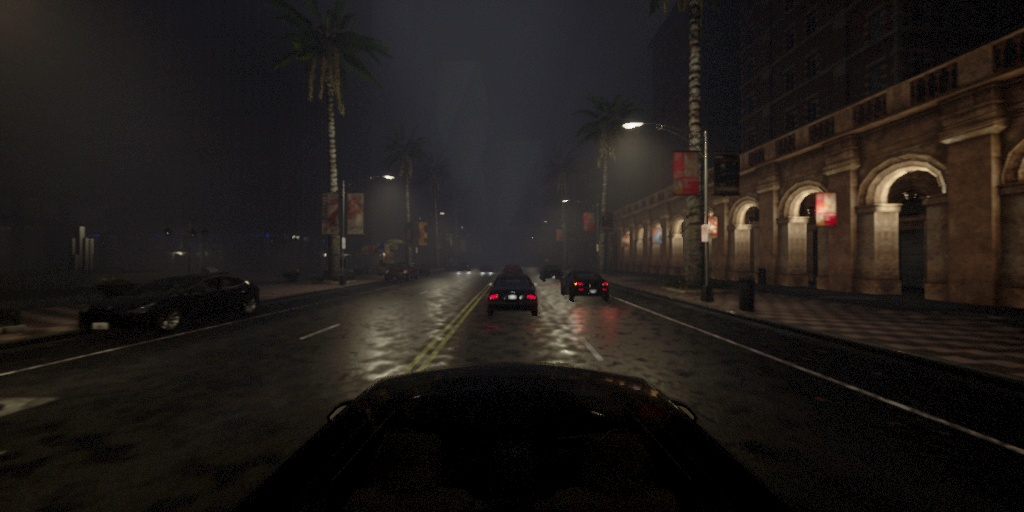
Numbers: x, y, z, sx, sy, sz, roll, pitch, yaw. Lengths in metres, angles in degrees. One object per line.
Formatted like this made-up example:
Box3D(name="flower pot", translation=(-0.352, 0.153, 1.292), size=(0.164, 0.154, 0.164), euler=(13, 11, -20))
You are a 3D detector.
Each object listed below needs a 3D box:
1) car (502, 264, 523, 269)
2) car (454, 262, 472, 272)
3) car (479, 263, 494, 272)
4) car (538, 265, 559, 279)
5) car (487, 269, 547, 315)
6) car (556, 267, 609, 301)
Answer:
Box3D(name="car", translation=(0.034, 1.509, 34.398), size=(1.882, 1.535, 5.008), euler=(0, -1, 0))
Box3D(name="car", translation=(-7.336, 1.723, 55.876), size=(1.837, 1.490, 4.892), euler=(0, -1, 0))
Box3D(name="car", translation=(-3.835, 1.773, 54.908), size=(1.994, 1.385, 4.181), euler=(0, -1, 0))
Box3D(name="car", translation=(3.542, 1.526, 32.922), size=(1.837, 1.490, 4.892), euler=(0, 0, 0))
Box3D(name="car", translation=(0.041, 1.405, 14.162), size=(2.033, 1.411, 5.357), euler=(0, 0, 1))
Box3D(name="car", translation=(3.576, 1.418, 18.084), size=(1.812, 1.442, 4.674), euler=(0, -1, 0))
